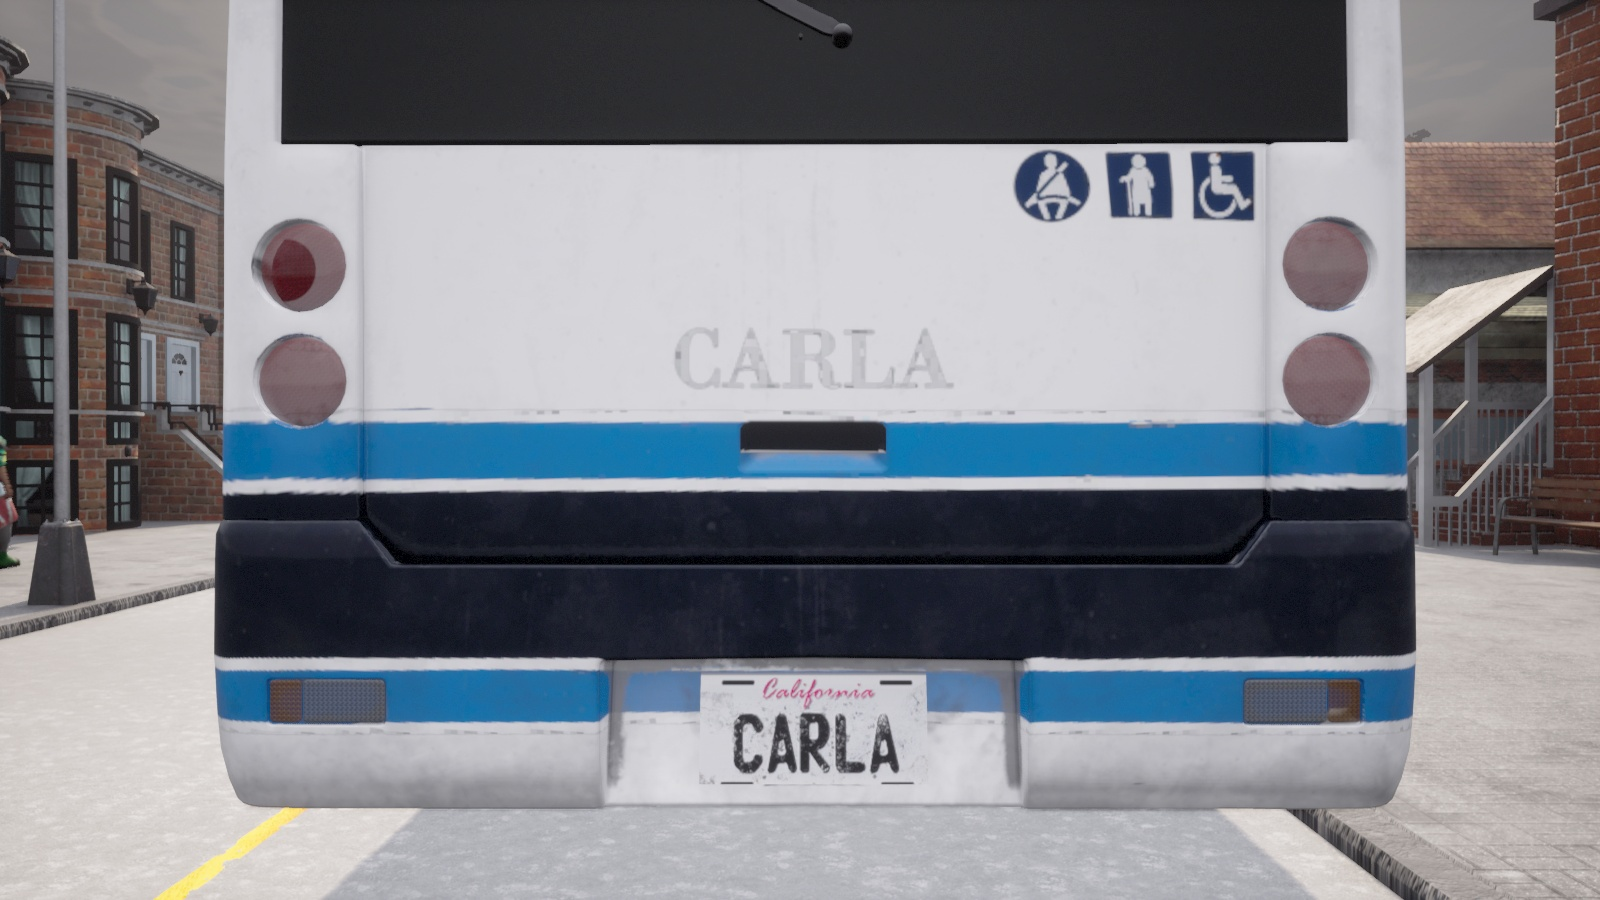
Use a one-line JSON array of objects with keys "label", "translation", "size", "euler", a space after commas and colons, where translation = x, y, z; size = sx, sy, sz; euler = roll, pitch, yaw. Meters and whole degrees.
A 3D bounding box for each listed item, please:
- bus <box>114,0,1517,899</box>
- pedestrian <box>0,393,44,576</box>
[{"label": "bus", "translation": [0.066, -0.681, 8.669], "size": [3.944, 4.253, 10.273], "euler": [0, 0, 0]}, {"label": "pedestrian", "translation": [-8.861, 0.369, 13.687], "size": [0.659, 1.952, 0.873], "euler": [0, 0, 9]}]
